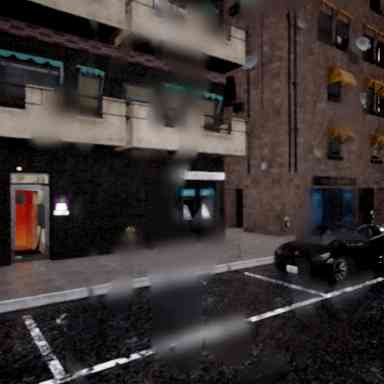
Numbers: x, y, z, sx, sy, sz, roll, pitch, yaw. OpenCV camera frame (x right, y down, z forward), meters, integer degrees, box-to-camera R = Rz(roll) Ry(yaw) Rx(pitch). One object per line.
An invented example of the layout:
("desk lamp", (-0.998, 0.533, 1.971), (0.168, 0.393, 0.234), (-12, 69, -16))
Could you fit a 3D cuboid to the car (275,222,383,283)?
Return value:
("car", (4.290, 1.563, 9.625), (4.313, 1.339, 1.947), (0, 0, -35))
